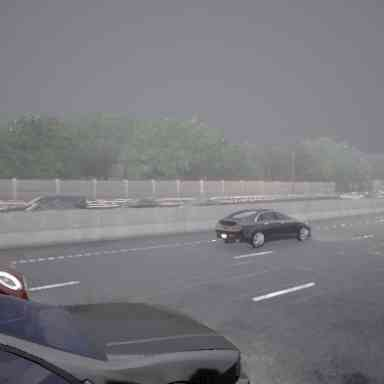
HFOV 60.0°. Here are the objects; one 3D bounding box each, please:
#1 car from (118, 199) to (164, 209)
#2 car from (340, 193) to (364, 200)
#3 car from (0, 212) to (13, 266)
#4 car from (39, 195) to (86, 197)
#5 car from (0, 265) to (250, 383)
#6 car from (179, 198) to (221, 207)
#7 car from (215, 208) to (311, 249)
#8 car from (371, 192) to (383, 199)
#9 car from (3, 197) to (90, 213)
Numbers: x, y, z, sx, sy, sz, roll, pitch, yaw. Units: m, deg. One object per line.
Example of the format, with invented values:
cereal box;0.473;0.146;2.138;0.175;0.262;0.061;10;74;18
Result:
car;-5.296;1.468;34.563;4.892;1.490;1.837;0;0;-35
car;27.712;0.889;57.629;4.718;1.301;1.895;-1;1;-34
car;-4.779;1.351;4.634;4.553;1.767;2.097;0;0;-35
car;-9.823;1.221;22.774;5.566;2.045;2.150;0;0;-35
car;-2.054;1.548;2.405;5.357;1.411;2.033;0;0;-35
car;0.856;1.408;34.625;4.902;1.511;2.128;-1;1;-35
car;3.252;1.493;14.640;4.892;1.490;1.837;0;0;-35
car;28.650;0.858;49.792;4.892;1.490;1.837;-2;1;-34
car;-8.667;1.350;19.299;4.553;1.767;2.097;0;0;-35
